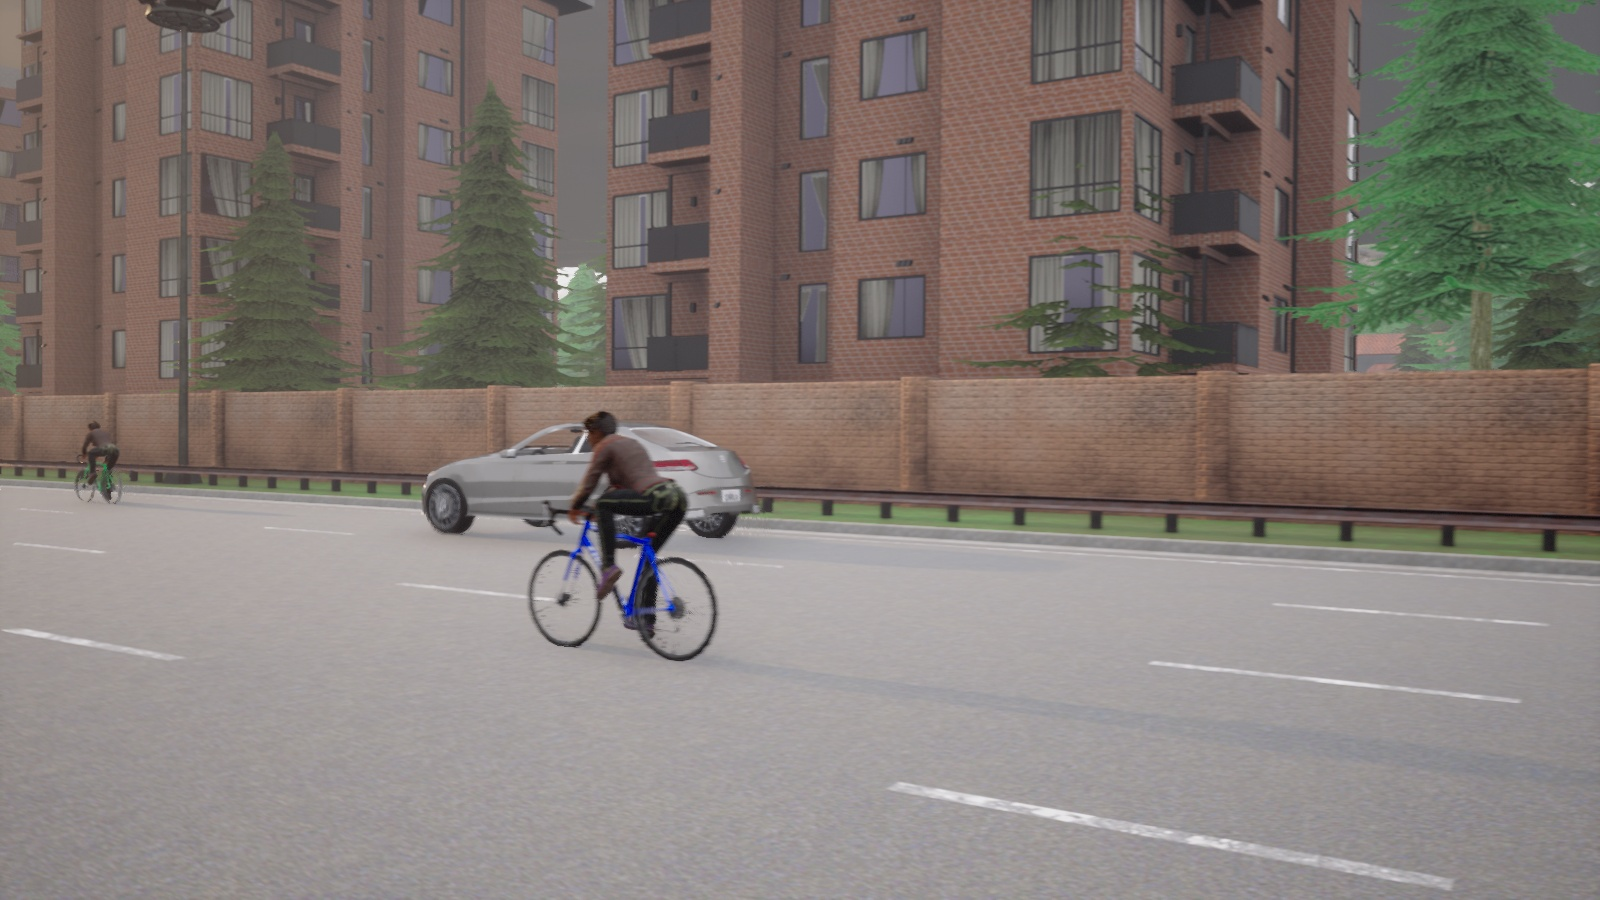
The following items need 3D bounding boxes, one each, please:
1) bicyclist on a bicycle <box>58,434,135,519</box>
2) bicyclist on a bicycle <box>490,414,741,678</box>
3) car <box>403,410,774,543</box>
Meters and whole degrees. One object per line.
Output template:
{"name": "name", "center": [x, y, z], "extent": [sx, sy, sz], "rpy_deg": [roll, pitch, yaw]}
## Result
{"name": "bicyclist on a bicycle", "center": [-13.803, 0.511, 24.629], "extent": [1.656, 1.620, 0.582], "rpy_deg": [-1, 1, 32]}
{"name": "bicyclist on a bicycle", "center": [-1.255, 0.590, 8.396], "extent": [1.656, 1.620, 0.582], "rpy_deg": [-1, 1, 32]}
{"name": "car", "center": [-3.061, 0.315, 17.822], "extent": [5.027, 1.651, 2.152], "rpy_deg": [0, 1, 32]}
